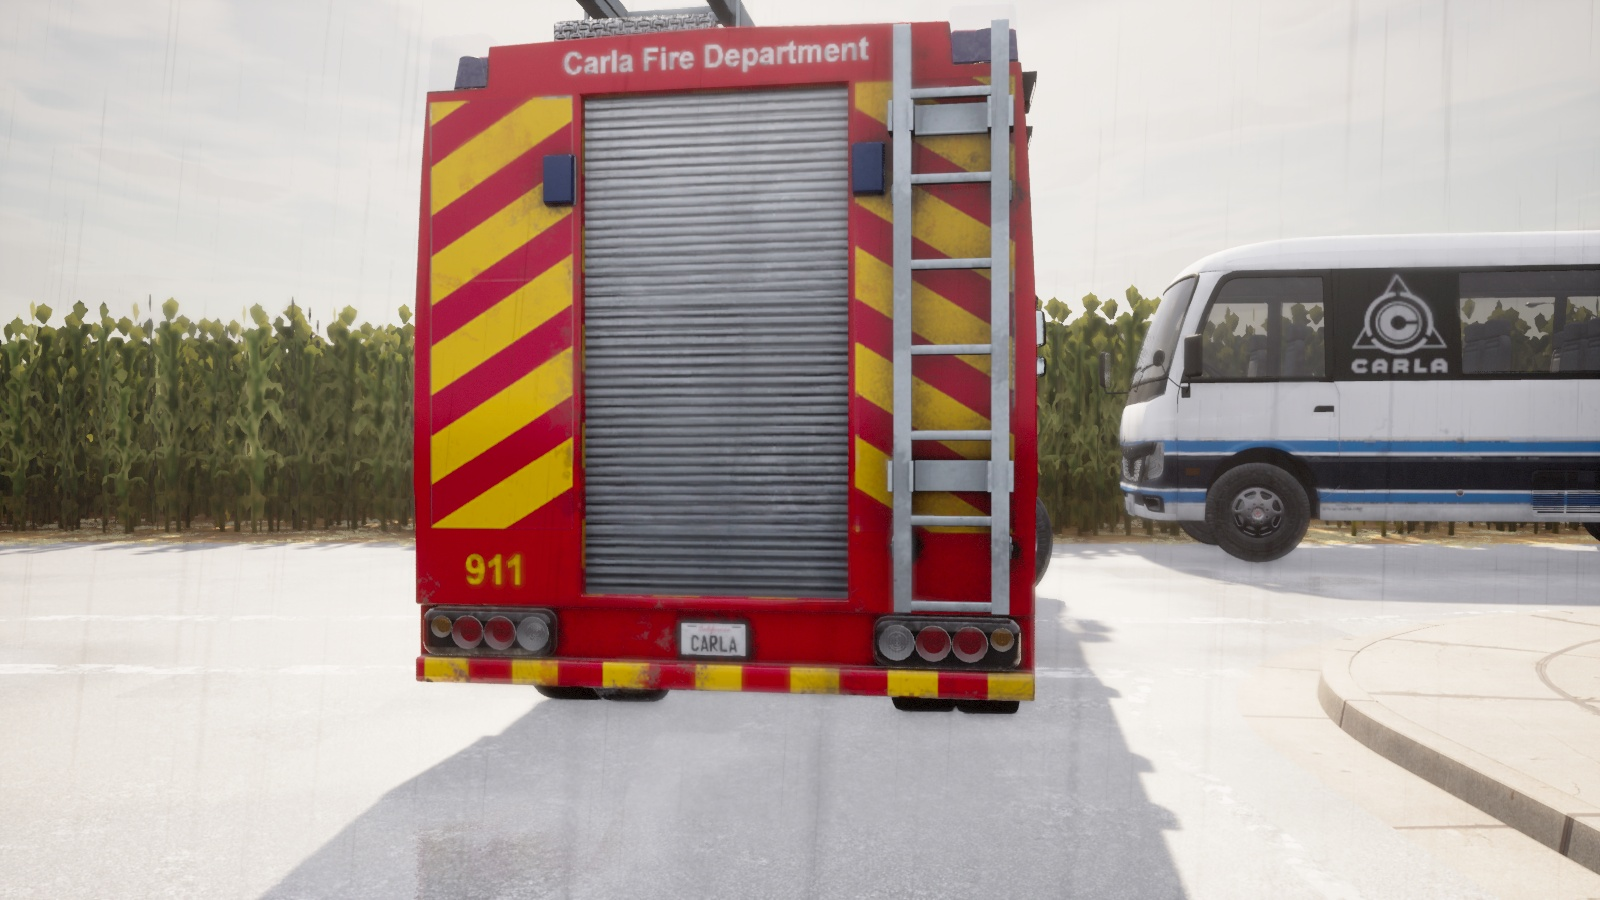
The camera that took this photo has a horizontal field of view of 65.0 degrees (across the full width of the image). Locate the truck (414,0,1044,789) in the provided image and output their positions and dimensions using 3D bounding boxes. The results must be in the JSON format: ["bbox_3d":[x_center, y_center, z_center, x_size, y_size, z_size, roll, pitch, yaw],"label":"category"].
[{"bbox_3d":[0.310,-0.466,9.815,2.891,3.827,8.468,0,0,9],"label":"truck"}]

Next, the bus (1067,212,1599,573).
[{"bbox_3d":[8.975,-0.691,16.848,10.273,4.253,3.944,0,0,8],"label":"bus"}]
